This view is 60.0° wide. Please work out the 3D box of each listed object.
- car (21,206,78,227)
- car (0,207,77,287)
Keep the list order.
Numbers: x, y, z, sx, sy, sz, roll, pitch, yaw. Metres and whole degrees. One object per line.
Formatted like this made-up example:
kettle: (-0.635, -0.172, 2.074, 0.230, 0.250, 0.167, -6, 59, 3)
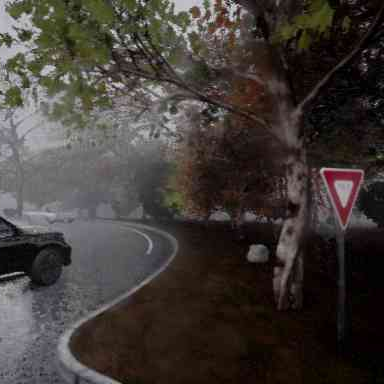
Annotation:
car: (-10.977, 1.792, 25.445, 4.718, 1.301, 1.895, -1, 0, 36)
car: (-5.101, 1.289, 6.877, 2.150, 2.045, 5.566, 0, 0, 23)
